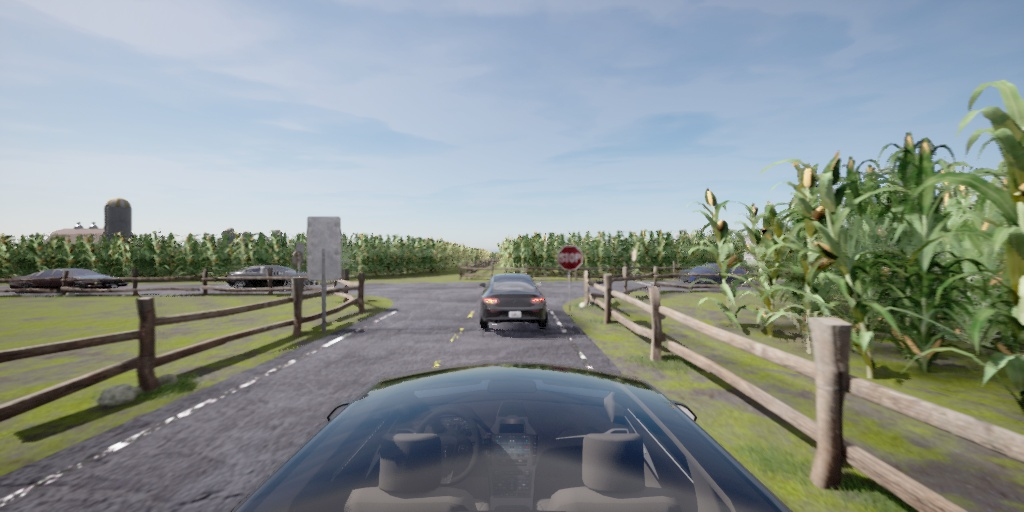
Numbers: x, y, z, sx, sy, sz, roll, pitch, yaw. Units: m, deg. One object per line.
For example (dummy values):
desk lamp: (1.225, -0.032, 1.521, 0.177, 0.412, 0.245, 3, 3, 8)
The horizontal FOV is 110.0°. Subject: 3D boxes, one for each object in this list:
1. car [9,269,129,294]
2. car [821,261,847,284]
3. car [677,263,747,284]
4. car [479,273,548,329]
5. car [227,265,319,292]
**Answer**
car: (-26.646, 1.468, 21.637, 5.357, 1.411, 2.033, 0, 0, 0)
car: (21.466, 1.111, 21.580, 5.357, 1.411, 2.033, 0, 0, 0)
car: (13.627, 1.154, 24.519, 4.181, 1.385, 1.994, 0, 0, 0)
car: (-0.028, 1.257, 11.040, 1.812, 1.442, 4.674, 0, 0, -2)
car: (-14.323, 1.311, 21.610, 4.902, 1.511, 2.128, 0, 0, 0)
